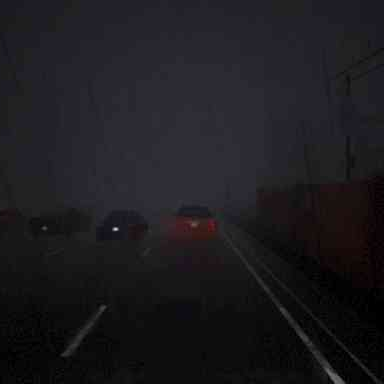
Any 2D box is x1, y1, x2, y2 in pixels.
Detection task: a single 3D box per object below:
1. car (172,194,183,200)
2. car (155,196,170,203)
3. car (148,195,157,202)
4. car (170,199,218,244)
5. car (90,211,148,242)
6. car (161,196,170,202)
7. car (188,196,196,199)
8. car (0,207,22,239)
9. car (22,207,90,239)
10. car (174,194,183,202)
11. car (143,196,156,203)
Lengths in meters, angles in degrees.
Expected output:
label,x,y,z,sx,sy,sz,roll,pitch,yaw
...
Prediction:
label,x,y,z,sx,sy,sz,roll,pitch,yaw
car,-3.501,1.697,78.747,2.097,1.767,4.553,0,0,0
car,-7.001,1.951,79.465,1.895,1.301,4.718,0,0,0
car,-10.501,1.702,88.394,1.882,1.535,5.008,0,0,0
car,0.097,1.425,16.217,2.097,1.767,4.553,0,0,0
car,-3.403,1.640,16.819,1.994,1.385,4.181,0,0,0
car,-7.001,1.749,88.391,2.128,1.511,4.902,0,0,0
car,-0.001,1.907,79.689,1.994,1.385,4.181,0,0,0
car,-10.402,1.559,18.048,1.882,1.535,5.008,0,0,0
car,-6.902,1.559,18.053,1.882,1.535,5.008,0,0,0
car,-3.501,1.449,88.434,2.150,2.045,5.566,0,0,0
car,-10.501,1.908,79.753,1.994,1.385,4.181,0,0,0
